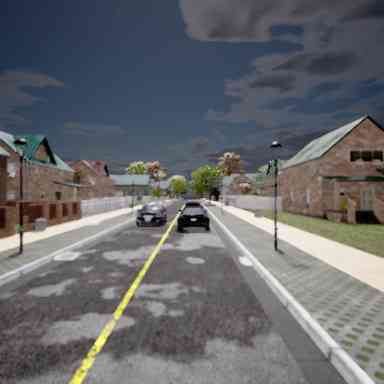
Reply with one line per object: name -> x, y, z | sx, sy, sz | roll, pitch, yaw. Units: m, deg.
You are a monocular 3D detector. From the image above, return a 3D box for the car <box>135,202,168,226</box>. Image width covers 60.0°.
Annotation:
car -> -2.819, 1.521, 23.899 | 2.128, 1.511, 4.902 | 0, 0, 0

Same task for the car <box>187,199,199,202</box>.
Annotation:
car -> 0.097, 1.578, 39.334 | 1.837, 1.490, 4.892 | 0, 0, 0

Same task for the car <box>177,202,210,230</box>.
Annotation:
car -> 0.098, 1.587, 21.357 | 1.994, 1.385, 4.181 | 0, 0, 0
